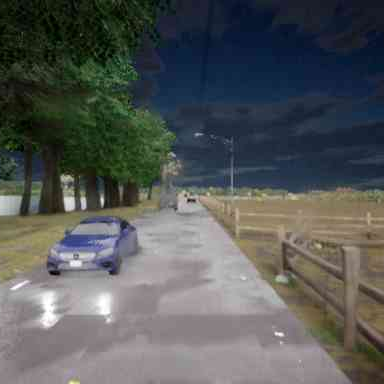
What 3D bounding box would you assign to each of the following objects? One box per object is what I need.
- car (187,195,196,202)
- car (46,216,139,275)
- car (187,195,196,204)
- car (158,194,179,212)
[{"bbox_3d":[-0.110,1.467,77.885,1.882,1.535,5.008,0,0,0],"label":"car"},{"bbox_3d":[-2.855,1.515,10.527,1.812,1.442,4.674,0,0,0],"label":"car"},{"bbox_3d":[-0.094,1.592,67.383,1.882,1.535,5.008,0,0,0],"label":"car"},{"bbox_3d":[-2.805,1.235,39.992,2.150,2.045,5.566,0,0,0],"label":"car"}]
